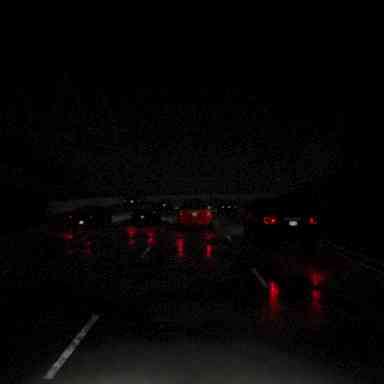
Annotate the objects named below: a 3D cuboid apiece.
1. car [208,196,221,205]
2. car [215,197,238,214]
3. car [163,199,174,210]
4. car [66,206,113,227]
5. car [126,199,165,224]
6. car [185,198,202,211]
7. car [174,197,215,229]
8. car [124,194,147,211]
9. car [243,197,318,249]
[{"bbox_3d":[3.943,1.511,57.684,2.033,1.411,5.357,0,0,6],"label":"car"},{"bbox_3d":[3.701,1.525,35.475,2.033,1.411,5.357,0,0,0],"label":"car"},{"bbox_3d":[-3.280,1.538,41.628,1.994,1.385,4.181,0,0,0],"label":"car"},{"bbox_3d":[-6.837,1.587,22.794,1.895,1.301,4.718,0,0,0],"label":"car"},{"bbox_3d":[-3.330,1.510,24.676,1.812,1.442,4.674,0,0,0],"label":"car"},{"bbox_3d":[0.218,1.538,41.411,1.994,1.385,4.181,0,0,0],"label":"car"},{"bbox_3d":[0.161,1.339,21.679,2.097,1.767,4.553,0,0,0],"label":"car"},{"bbox_3d":[-6.786,1.197,40.236,2.150,2.045,5.566,0,0,0],"label":"car"},{"bbox_3d":[3.642,1.213,14.621,2.150,2.045,5.566,0,0,0],"label":"car"}]
